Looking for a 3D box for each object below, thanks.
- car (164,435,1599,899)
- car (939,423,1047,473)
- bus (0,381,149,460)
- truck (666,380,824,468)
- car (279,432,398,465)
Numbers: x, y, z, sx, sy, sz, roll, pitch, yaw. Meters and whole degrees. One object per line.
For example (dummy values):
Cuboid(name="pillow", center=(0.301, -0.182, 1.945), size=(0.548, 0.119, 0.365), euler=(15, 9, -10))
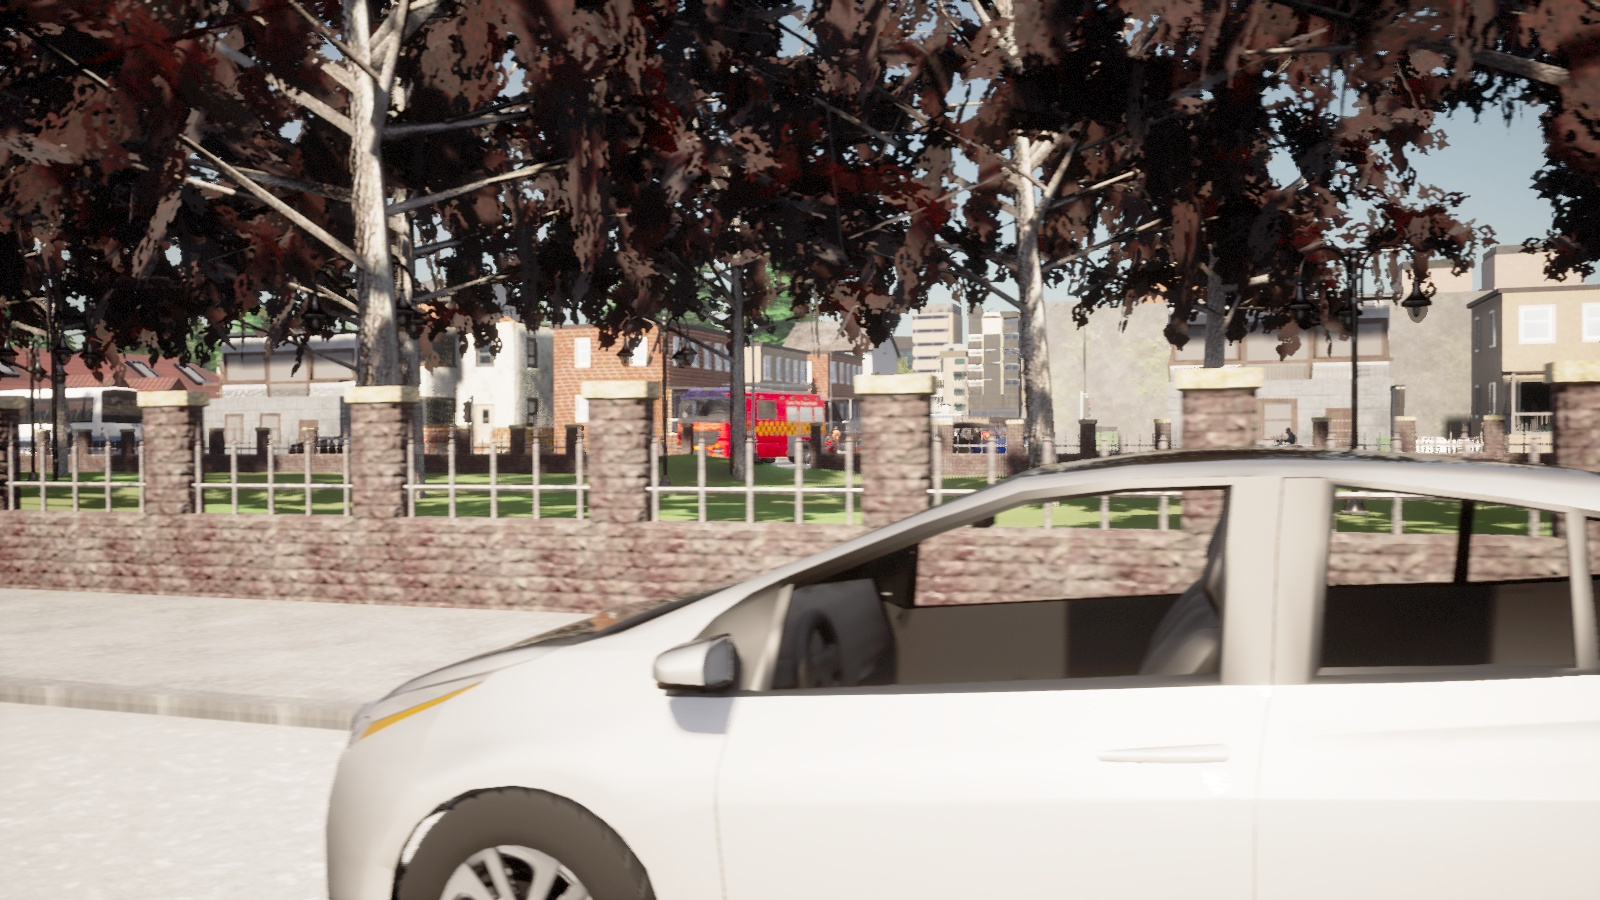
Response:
Cuboid(name="car", center=(0.843, 0.725, 3.436), size=(4.514, 1.525, 2.007), euler=(0, 1, 19))
Cuboid(name="car", center=(7.527, -0.097, 48.970), size=(3.866, 1.878, 1.905), euler=(0, 1, 20))
Cuboid(name="bus", center=(-42.186, -1.587, 70.705), size=(10.273, 4.253, 3.944), euler=(0, 0, 21))
Cuboid(name="truck", center=(-2.410, -1.201, 58.694), size=(2.891, 3.827, 8.468), euler=(1, 1, 34))
Cuboid(name="car", center=(-21.542, -0.079, 58.712), size=(4.902, 1.511, 2.128), euler=(0, 1, 16))
